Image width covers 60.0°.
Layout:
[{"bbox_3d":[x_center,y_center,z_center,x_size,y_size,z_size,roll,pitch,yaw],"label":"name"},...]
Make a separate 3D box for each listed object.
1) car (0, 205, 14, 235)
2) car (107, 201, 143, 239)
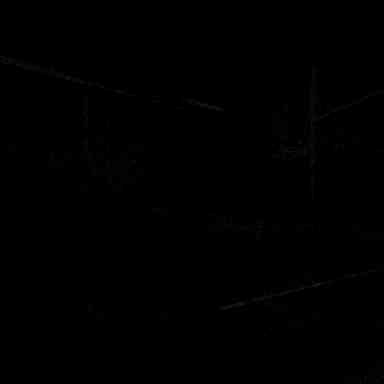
[{"bbox_3d":[-11.417,1.524,18.647,2.242,1.667,4.611,1,0,-36],"label":"car"},{"bbox_3d":[-4.288,1.447,18.384,1.905,1.878,3.866,1,0,-36],"label":"car"}]
